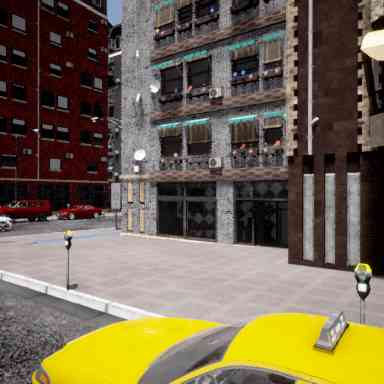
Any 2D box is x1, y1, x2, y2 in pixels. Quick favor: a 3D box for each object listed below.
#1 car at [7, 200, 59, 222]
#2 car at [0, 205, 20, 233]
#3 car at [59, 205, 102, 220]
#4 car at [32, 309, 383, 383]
[{"bbox_3d":[-14.179,1.591,27.655,2.192,1.841,5.009,-1,-2,35],"label":"car"},{"bbox_3d":[-13.138,1.701,19.562,1.812,1.442,4.674,1,-1,41],"label":"car"},{"bbox_3d":[-10.884,1.924,32.295,1.887,1.381,4.507,-1,-2,35],"label":"car"},{"bbox_3d":[0.718,1.525,2.362,4.829,1.417,1.752,0,0,36],"label":"car"}]
